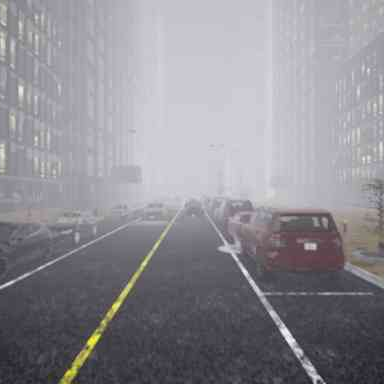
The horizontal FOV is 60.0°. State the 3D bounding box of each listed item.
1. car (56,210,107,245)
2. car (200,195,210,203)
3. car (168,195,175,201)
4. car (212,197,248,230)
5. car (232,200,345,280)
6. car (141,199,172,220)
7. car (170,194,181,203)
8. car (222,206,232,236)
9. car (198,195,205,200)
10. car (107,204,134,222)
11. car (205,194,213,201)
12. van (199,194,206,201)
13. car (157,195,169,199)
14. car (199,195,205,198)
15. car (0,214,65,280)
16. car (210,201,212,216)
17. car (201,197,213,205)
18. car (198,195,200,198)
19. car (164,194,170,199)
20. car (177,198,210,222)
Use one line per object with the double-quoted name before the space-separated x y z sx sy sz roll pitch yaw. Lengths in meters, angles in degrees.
"car" -5.687 1.566 15.485 2.008 1.369 4.403 0 0 0
"car" 2.695 1.505 70.880 1.967 1.590 4.097 0 0 0
"car" -5.685 1.628 93.037 1.887 1.381 4.507 0 0 0
"car" 2.695 1.336 21.027 2.192 1.841 5.009 0 0 0
"car" 2.695 1.325 9.947 2.192 1.841 5.009 0 0 0
"car" -3.099 1.576 28.509 2.033 1.411 5.357 0 0 0
"car" -3.001 1.531 68.447 1.882 1.535 5.008 0 0 0
"car" 2.694 1.561 15.486 1.887 1.381 4.507 0 0 0
"car" 2.695 1.523 93.037 1.967 1.590 4.097 0 0 0
"car" -5.686 1.608 26.565 1.802 1.307 4.206 0 0 0
"car" 2.695 1.346 32.105 2.192 1.841 5.009 0 0 0
"van" 2.696 1.420 87.497 1.690 1.788 3.998 0 0 0
"car" -5.686 1.638 59.801 1.802 1.307 4.206 0 0 0
"car" 2.361 1.521 45.125 1.882 1.535 5.008 0 0 0
"car" -5.687 1.576 9.947 1.947 1.339 4.313 0 0 0
"car" 2.694 1.592 26.566 1.947 1.339 4.313 0 0 0
"car" 2.695 1.622 59.801 1.947 1.339 4.313 0 0 0
"car" 0.099 1.570 46.239 1.812 1.442 4.674 0 0 0
"car" -5.684 1.385 76.419 2.192 1.841 5.009 0 0 0
"car" 0.099 1.517 26.668 2.128 1.511 4.902 0 0 0
